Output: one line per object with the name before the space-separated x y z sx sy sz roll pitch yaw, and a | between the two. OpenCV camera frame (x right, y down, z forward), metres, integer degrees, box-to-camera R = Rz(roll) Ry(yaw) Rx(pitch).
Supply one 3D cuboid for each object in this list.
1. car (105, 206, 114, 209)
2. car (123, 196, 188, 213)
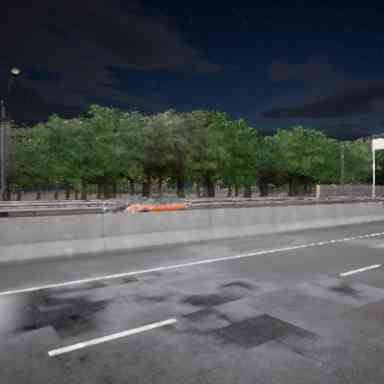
car | -4.598 1.137 26.380 4.902 1.511 2.128 0 0 -35
car | -2.544 1.119 23.547 4.553 1.767 2.097 0 0 -35
